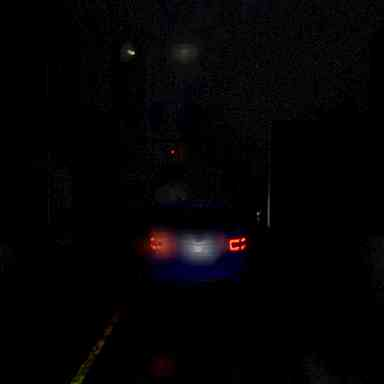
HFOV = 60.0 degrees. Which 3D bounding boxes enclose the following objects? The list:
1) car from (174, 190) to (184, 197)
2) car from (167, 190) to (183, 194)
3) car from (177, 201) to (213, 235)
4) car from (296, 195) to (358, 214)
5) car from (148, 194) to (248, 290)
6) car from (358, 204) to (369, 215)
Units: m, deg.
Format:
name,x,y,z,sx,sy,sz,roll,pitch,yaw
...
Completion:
name,x,y,z,sx,sy,sz,roll,pitch,yaw
car,-2.519,0.317,65.879,1.895,1.301,4.718,0,2,1
car,-2.680,0.831,45.188,2.128,1.511,4.902,0,2,-1
car,0.132,1.389,19.150,1.837,1.490,4.892,0,1,0
car,12.843,1.181,32.425,5.009,1.841,2.192,1,0,0
car,0.117,1.195,9.124,2.150,2.045,5.566,0,0,0
car,18.241,1.524,32.414,4.206,1.307,1.802,1,0,0
